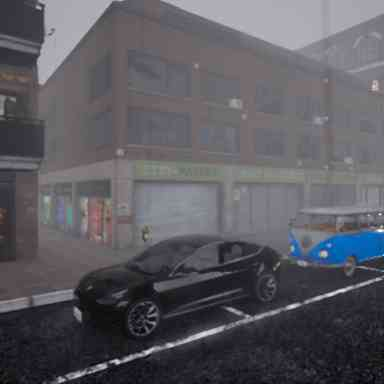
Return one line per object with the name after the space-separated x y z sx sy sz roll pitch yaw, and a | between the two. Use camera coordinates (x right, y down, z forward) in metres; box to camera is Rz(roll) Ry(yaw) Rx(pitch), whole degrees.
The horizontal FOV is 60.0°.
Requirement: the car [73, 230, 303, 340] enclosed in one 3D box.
-0.033 1.557 6.538 4.313 1.339 1.947 0 0 -36 | car

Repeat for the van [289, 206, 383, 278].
4.566 1.318 9.817 3.998 1.788 1.690 0 0 -35 | van
